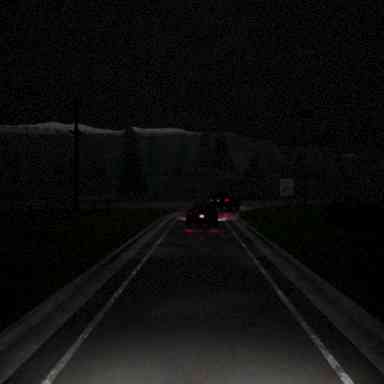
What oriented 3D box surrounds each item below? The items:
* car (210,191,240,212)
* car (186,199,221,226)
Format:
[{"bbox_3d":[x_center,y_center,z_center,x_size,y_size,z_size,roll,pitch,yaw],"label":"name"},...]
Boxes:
[{"bbox_3d":[3.481,0.923,34.957,2.150,2.045,5.566,0,1,20],"label":"car"},{"bbox_3d":[0.704,1.377,21.540,1.994,1.385,4.181,0,0,4],"label":"car"}]
